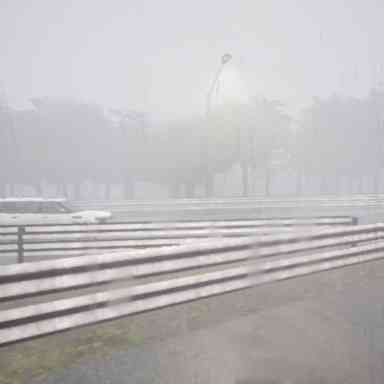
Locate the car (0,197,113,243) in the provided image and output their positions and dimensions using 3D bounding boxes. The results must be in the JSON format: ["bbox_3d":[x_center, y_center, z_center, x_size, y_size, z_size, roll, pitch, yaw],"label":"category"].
[{"bbox_3d":[-6.309,1.251,14.795,5.566,2.045,2.150,-1,1,-7],"label":"car"}]
